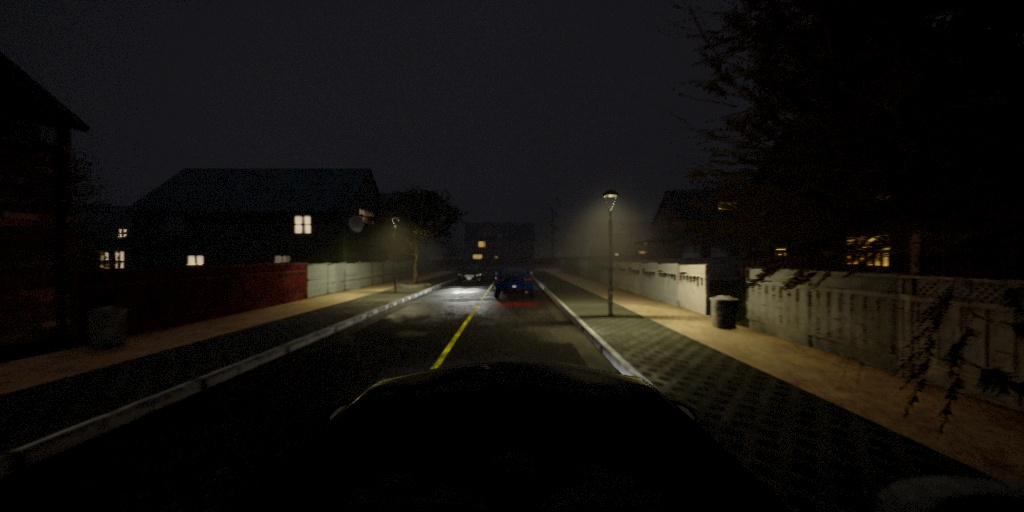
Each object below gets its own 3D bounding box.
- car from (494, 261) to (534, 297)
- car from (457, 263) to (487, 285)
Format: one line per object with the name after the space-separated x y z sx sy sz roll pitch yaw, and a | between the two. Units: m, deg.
0.102 1.221 18.804 1.882 1.535 5.008 0 0 0 | car
-2.838 1.240 26.184 2.128 1.511 4.902 0 0 0 | car
